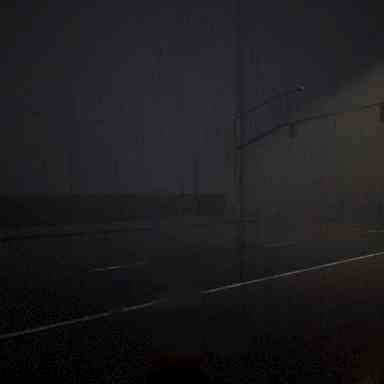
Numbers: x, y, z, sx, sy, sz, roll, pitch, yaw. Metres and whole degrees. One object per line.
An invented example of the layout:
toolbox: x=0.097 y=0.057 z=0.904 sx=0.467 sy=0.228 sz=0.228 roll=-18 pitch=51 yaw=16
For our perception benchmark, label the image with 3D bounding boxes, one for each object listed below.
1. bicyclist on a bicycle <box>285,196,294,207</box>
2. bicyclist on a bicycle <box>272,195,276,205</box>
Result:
bicyclist on a bicycle: x=14.481 y=1.453 z=49.530 sx=1.656 sy=1.620 sz=0.582 roll=0 pitch=0 yaw=-23
bicyclist on a bicycle: x=13.481 y=1.300 z=54.438 sx=0.582 sy=1.620 sz=1.656 roll=0 pitch=0 yaw=21
